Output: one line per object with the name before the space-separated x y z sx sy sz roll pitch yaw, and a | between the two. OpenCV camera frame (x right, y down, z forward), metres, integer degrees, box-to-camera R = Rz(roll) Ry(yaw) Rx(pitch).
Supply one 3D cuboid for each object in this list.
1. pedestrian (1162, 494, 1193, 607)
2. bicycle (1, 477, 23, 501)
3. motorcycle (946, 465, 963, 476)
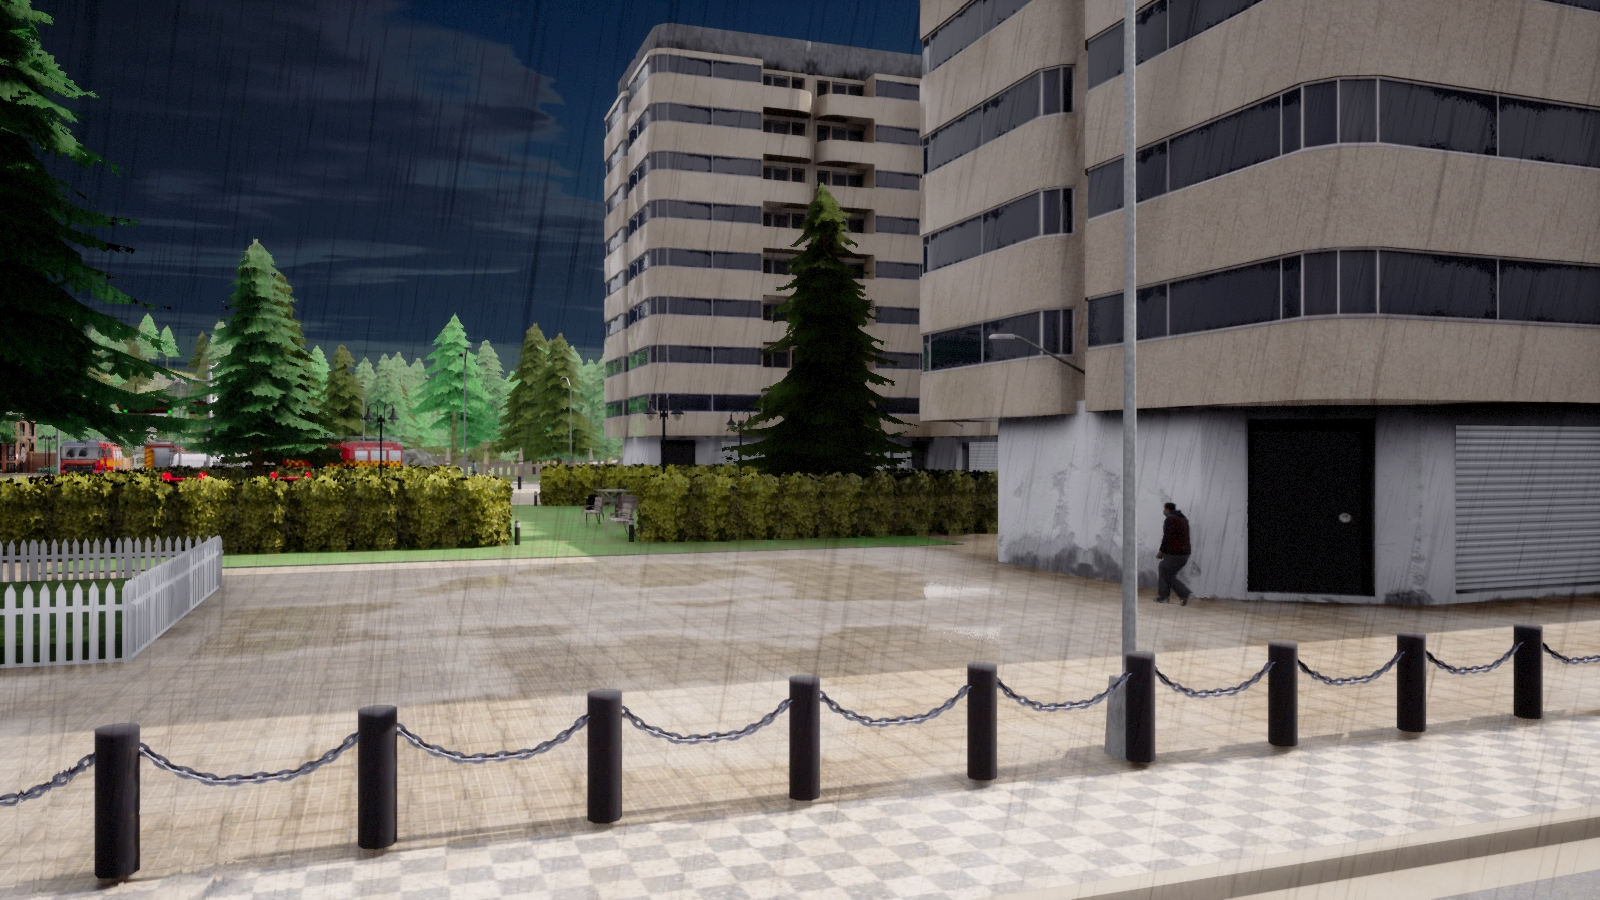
pedestrian | 6.346 1.672 19.204 0.375 1.860 0.375 0 0 42
bicycle | -43.578 2.158 63.160 0.859 1.276 1.487 -1 0 -29
motorcycle | 16.084 2.131 119.009 0.803 1.199 2.033 0 0 -20
